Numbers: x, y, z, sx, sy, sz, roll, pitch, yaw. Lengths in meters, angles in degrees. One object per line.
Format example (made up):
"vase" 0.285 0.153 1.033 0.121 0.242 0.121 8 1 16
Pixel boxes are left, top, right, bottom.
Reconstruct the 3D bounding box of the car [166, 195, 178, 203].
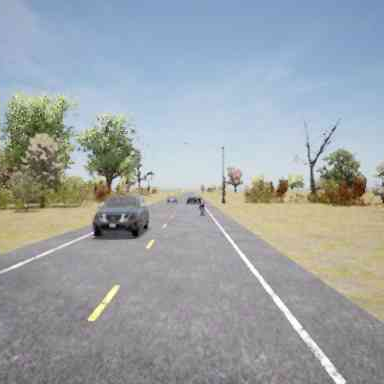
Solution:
"car" -3.540 1.248 59.989 2.128 1.511 4.902 0 0 1

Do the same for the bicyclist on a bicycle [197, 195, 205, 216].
"bicyclist on a bicycle" 0.958 1.333 30.518 0.582 1.620 1.656 0 0 0

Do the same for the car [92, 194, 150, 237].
"car" -3.603 1.152 17.883 2.150 2.045 5.566 0 0 0

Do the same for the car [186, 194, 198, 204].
"car" 0.043 1.274 57.385 1.837 1.490 4.892 0 1 0

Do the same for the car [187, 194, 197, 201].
"car" -0.012 1.228 75.255 2.033 1.411 5.357 0 0 0

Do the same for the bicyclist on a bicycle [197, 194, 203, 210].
"bicyclist on a bicycle" 0.956 1.209 40.759 0.659 1.776 1.843 0 0 0
